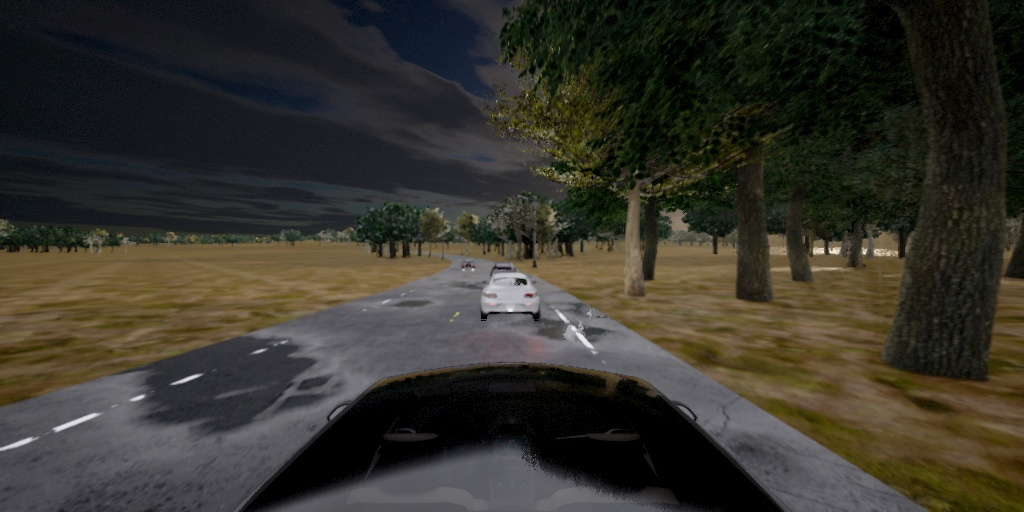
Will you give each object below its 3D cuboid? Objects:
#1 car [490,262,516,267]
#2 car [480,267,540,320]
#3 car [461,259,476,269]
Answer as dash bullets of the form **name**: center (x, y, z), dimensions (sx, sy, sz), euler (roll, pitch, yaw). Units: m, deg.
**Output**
- **car**: center (-0.683, 1.167, 27.868), dimensions (2.128, 1.511, 4.902), euler (0, 0, -3)
- **car**: center (-0.079, 1.260, 12.377), dimensions (1.812, 1.442, 4.674), euler (0, 0, -1)
- **car**: center (-6.205, 1.120, 51.319), dimensions (1.994, 1.385, 4.181), euler (0, 0, -6)
